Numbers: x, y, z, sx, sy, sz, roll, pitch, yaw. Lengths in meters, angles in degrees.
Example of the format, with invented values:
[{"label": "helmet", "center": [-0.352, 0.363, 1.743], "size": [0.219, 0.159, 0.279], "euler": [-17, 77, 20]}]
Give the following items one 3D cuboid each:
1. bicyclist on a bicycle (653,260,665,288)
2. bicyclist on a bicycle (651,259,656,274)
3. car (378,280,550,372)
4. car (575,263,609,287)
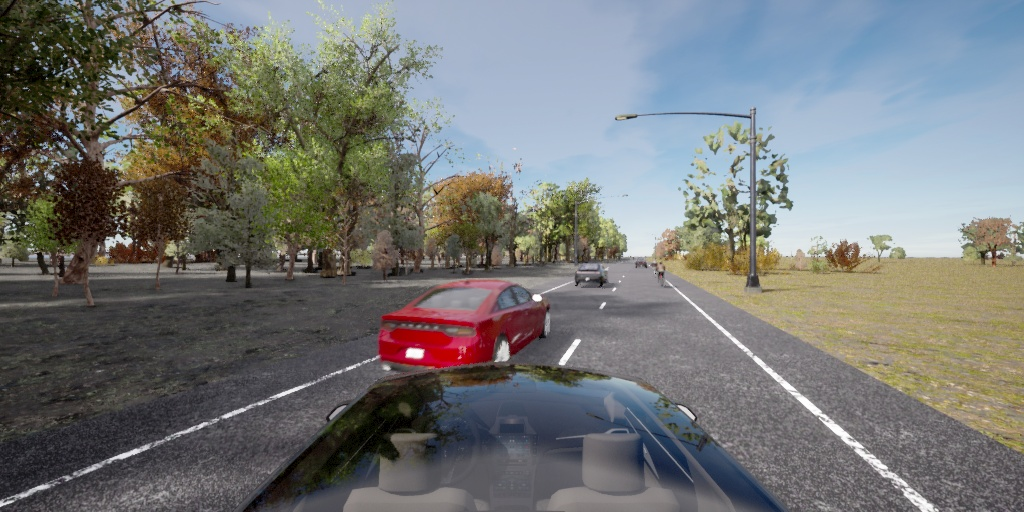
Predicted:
[{"label": "bicyclist on a bicycle", "center": [9.518, 1.207, 22.923], "size": [0.582, 1.620, 1.656], "euler": [0, 0, 19]}, {"label": "bicyclist on a bicycle", "center": [12.708, 1.127, 31.994], "size": [0.659, 1.776, 1.843], "euler": [0, 0, 19]}, {"label": "car", "center": [-0.556, 1.228, 7.432], "size": [1.882, 1.535, 5.008], "euler": [0, 0, 19]}, {"label": "car", "center": [5.556, 1.245, 24.821], "size": [2.128, 1.511, 4.902], "euler": [0, 0, 19]}]
